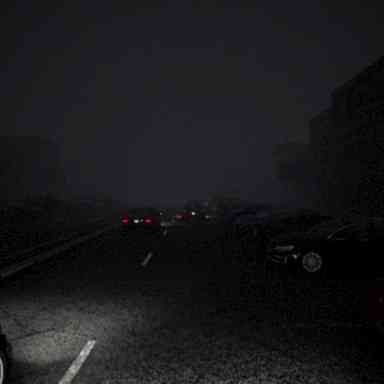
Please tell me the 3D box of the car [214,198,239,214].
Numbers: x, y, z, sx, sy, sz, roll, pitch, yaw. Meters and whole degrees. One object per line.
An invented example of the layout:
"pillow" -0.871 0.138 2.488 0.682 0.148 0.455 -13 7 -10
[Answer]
"car" 4.717 1.545 29.334 5.008 1.535 2.097 0 0 0

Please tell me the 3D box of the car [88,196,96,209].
"car" -15.707 1.617 43.543 5.008 1.535 2.097 0 0 0

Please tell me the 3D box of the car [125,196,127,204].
"car" -15.785 1.809 65.584 4.553 1.767 2.185 0 -1 0

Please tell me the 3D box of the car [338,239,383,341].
"car" 4.708 1.523 4.323 4.674 1.452 2.002 0 0 0

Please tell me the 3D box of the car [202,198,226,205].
"car" 4.721 2.059 70.994 4.892 1.521 2.231 0 -1 0

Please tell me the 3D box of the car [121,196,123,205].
"car" -15.738 1.816 60.073 5.008 1.535 2.097 0 -1 0

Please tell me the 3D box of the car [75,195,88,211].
"car" -15.739 1.476 40.786 4.553 1.767 2.185 0 0 0

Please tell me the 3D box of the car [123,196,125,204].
"car" -15.777 1.904 62.824 4.792 1.488 2.163 0 -1 0

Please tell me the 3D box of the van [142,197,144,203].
"van" -15.678 2.225 87.642 4.442 1.987 1.878 0 -1 0

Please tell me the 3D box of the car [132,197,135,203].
"car" -15.735 1.816 71.098 5.566 2.045 2.435 0 -1 0

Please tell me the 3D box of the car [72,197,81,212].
"car" -15.732 1.616 38.028 4.792 1.488 2.163 0 0 0

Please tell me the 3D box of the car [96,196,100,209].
"car" -15.715 1.676 46.297 4.674 1.452 2.002 0 0 0

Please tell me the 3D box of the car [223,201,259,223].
"car" 4.706 1.516 20.871 5.008 1.535 2.097 0 0 0

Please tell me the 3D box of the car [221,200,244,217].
"car" 4.741 1.555 23.775 4.792 1.488 2.163 0 0 0

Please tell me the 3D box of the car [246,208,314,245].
"car" 4.740 1.525 12.659 4.792 1.488 2.163 0 0 0

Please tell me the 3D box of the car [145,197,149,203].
"car" -15.776 2.316 93.157 5.566 2.045 2.435 0 -1 0

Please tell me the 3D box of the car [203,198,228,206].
"car" 4.720 1.987 68.091 5.008 1.535 2.097 0 -1 0

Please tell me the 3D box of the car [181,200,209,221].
"car" 0.103 1.623 27.539 1.994 1.385 4.181 0 0 0

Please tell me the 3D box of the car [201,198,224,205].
"car" 4.710 2.194 76.552 5.008 1.535 2.097 0 -1 0

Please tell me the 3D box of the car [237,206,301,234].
"car" 4.709 1.542 15.438 4.674 1.452 2.002 0 0 0

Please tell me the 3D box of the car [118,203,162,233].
"car" -2.898 1.581 19.903 2.033 1.411 5.357 0 0 0

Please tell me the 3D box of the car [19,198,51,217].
"car" -15.658 1.573 29.755 4.792 1.488 2.163 0 0 0

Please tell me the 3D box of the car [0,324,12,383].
"car" -2.900 1.527 1.747 1.812 1.442 4.674 0 0 0

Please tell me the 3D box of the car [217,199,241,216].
"car" 4.706 1.536 26.554 4.892 1.521 2.231 0 0 0

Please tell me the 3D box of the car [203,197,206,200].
"car" 4.685 1.424 51.560 5.566 2.045 2.435 0 -1 0

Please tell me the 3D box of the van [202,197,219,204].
"van" 4.834 2.225 87.672 4.442 1.987 1.878 0 -1 0

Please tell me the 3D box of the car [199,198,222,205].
"car" 4.530 2.321 81.985 5.366 1.575 1.946 0 -1 0

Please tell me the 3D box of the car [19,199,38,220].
"car" -15.677 1.531 27.000 5.008 1.535 2.097 0 0 0

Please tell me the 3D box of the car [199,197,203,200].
"car" 0.103 1.692 43.002 1.994 1.385 4.181 0 0 0

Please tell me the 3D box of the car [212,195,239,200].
"car" 4.685 1.444 34.884 4.553 1.767 2.185 0 0 0

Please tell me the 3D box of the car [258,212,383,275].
"car" 4.718 1.492 9.879 4.892 1.521 2.231 0 0 0

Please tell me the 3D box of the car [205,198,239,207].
"car" 4.899 1.708 54.336 5.366 1.575 1.946 0 -1 0

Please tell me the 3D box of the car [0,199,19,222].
"car" -15.646 1.395 24.243 4.553 1.767 2.185 0 0 0

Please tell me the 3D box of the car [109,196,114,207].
"car" -15.700 1.438 51.811 5.566 2.045 2.435 0 -1 0

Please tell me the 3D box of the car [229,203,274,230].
"car" 4.717 1.509 18.092 4.892 1.521 2.231 0 0 0

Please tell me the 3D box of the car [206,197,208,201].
"car" 4.682 1.501 46.006 4.553 1.767 2.185 0 0 0

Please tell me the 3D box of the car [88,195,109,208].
"car" -15.537 1.655 49.056 5.366 1.575 1.946 0 0 0

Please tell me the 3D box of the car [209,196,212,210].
"car" 4.898 1.579 37.545 5.366 1.575 1.946 0 0 0

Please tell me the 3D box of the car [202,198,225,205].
"car" 4.744 2.156 73.772 4.792 1.488 2.163 0 -1 0

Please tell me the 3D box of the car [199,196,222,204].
"car" 4.686 2.135 84.774 5.566 2.045 2.435 0 -1 0

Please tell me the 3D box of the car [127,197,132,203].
"car" -15.787 1.749 68.341 5.566 2.045 2.435 0 -1 0

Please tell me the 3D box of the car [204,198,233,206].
"car" 4.900 1.854 62.536 5.366 1.575 1.946 0 -1 0

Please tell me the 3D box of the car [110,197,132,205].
"car" -15.738 2.008 73.852 4.553 1.767 2.185 0 -1 0

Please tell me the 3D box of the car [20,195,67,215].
"car" -15.721 1.306 32.515 5.566 2.045 2.435 0 0 0

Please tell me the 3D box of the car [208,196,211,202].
"car" 4.719 1.597 40.324 4.892 1.521 2.231 0 0 0

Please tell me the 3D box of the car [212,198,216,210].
"car" 4.683 1.587 32.112 4.792 1.488 2.163 0 0 0

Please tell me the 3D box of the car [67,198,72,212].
"car" -15.695 1.611 35.271 4.674 1.452 2.002 0 0 0

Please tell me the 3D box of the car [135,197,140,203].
"car" -15.964 2.262 79.363 5.366 1.575 1.946 0 -1 0

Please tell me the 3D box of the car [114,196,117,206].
"car" -15.705 1.472 54.568 5.566 2.045 2.435 0 -1 0

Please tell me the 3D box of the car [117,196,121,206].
"car" -15.710 1.517 57.320 5.566 2.045 2.435 0 -1 0
